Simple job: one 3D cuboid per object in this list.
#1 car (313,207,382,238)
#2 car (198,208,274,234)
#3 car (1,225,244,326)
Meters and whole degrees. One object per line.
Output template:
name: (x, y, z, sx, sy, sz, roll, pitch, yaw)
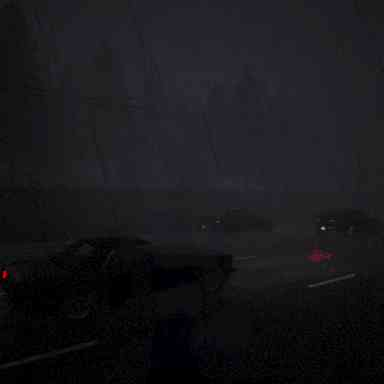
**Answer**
car: (8.742, 1.622, 18.576, 4.892, 1.490, 1.837, 0, 0, -36)
car: (2.484, 1.607, 18.413, 4.674, 1.442, 1.812, 0, 0, -35)
car: (-1.294, 1.620, 7.127, 4.718, 1.301, 1.895, 0, 0, -35)
